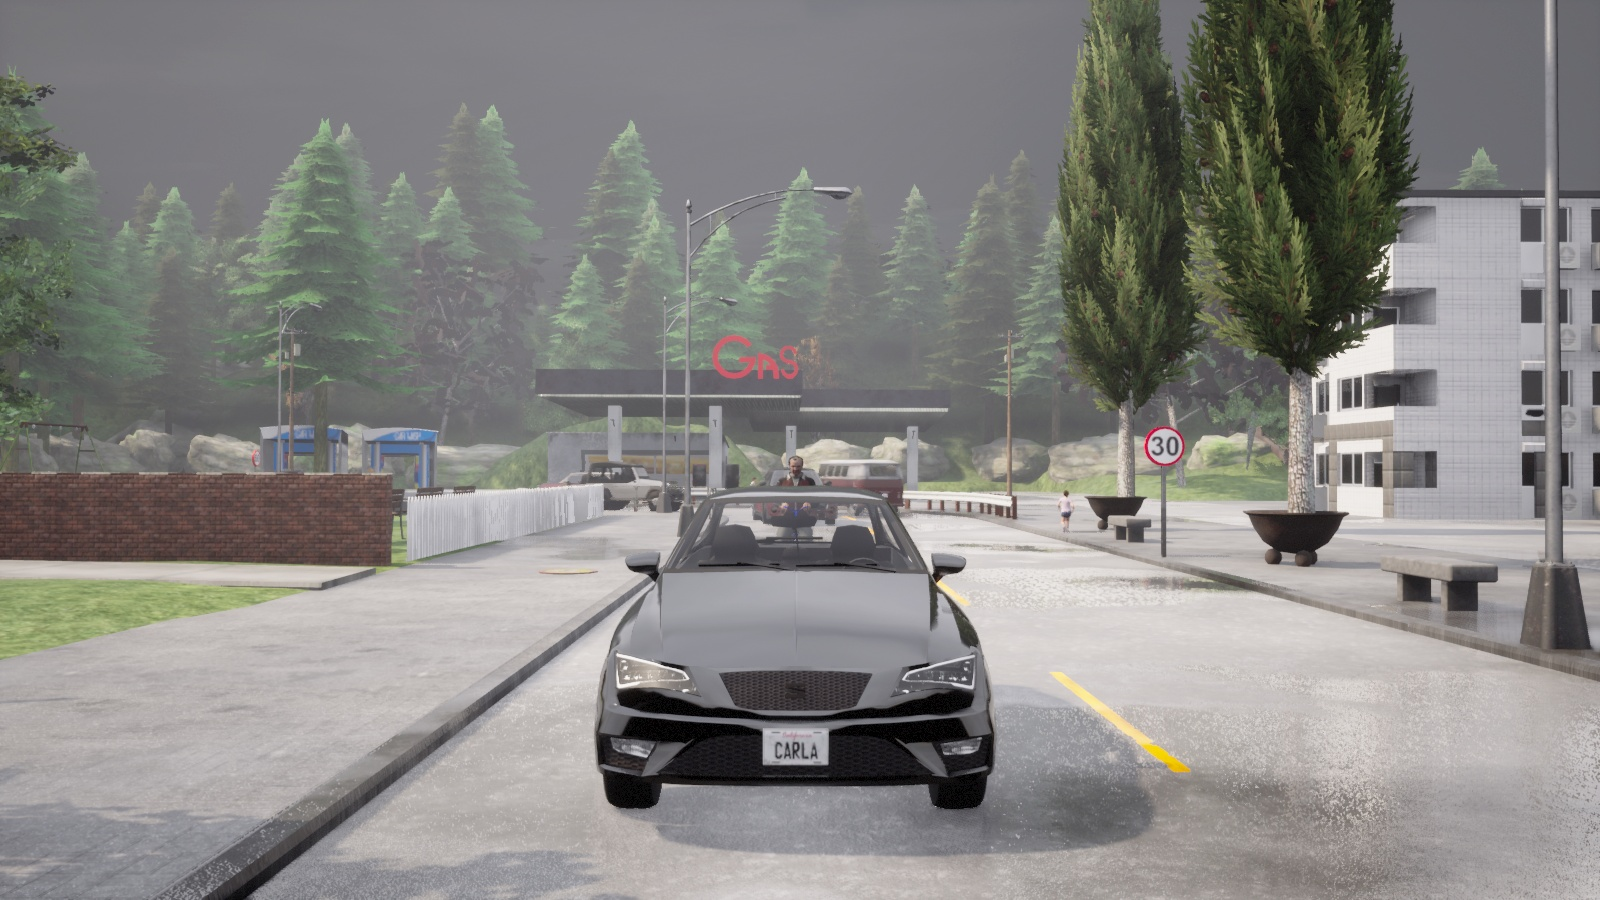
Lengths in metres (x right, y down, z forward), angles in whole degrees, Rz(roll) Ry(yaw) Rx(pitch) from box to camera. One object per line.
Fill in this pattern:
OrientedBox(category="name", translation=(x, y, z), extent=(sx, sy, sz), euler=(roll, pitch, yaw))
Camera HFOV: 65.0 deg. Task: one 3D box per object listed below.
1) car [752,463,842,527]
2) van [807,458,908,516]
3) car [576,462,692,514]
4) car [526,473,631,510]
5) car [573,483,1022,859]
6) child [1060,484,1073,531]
OrientedBox(category="car", translation=(-0.170, 1.302, 37.502), extent=(2.097, 1.767, 4.553), euler=(0, -1, -7))
OrientedBox(category="van", translation=(2.013, 1.320, 45.273), extent=(1.775, 1.987, 4.442), euler=(0, -1, -25))
OrientedBox(category="car", translation=(-6.178, 1.420, 46.792), extent=(3.866, 1.878, 1.905), euler=(0, -1, 12))
OrientedBox(category="car", translation=(-8.987, 1.674, 51.197), extent=(3.806, 1.475, 1.970), euler=(0, -1, 6))
OrientedBox(category="car", translation=(-0.019, 0.949, 7.186), extent=(1.816, 1.474, 4.193), euler=(0, -1, 0))
OrientedBox(category="child", translation=(6.458, 1.389, 30.480), extent=(0.255, 1.110, 0.394), euler=(0, -1, 5))
